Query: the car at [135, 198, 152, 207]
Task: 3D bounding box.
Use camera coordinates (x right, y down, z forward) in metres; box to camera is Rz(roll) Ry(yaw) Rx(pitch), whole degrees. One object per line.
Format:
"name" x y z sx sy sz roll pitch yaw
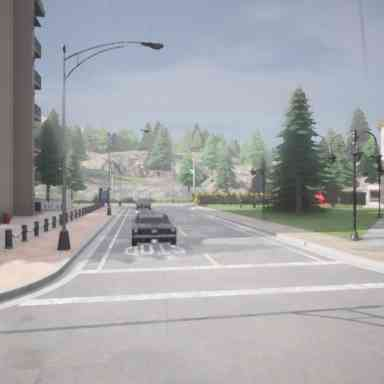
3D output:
"car" -6.025 1.498 41.294 1.837 1.490 4.892 0 0 -9

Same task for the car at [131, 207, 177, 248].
"car" -1.794 1.594 15.056 1.895 1.301 4.718 0 0 -9
